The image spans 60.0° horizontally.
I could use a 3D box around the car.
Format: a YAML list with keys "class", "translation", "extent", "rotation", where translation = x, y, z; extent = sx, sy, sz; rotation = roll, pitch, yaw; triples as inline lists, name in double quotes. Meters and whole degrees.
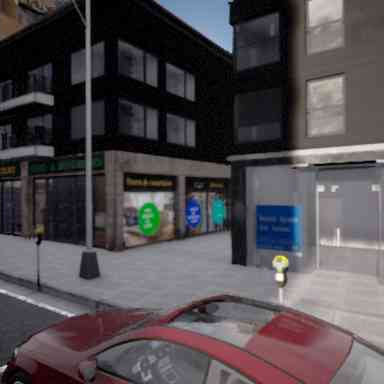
- class: "car"
  translation: [0.107, 1.581, 2.780]
  extent: [4.206, 1.307, 1.802]
  rotation: [0, -1, 36]
